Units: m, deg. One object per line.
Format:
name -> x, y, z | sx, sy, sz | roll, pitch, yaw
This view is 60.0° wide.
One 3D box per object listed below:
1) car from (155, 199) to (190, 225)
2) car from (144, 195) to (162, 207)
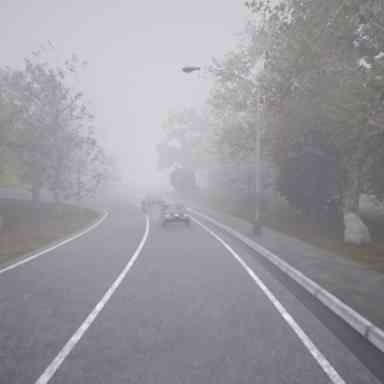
car -> -1.287, 1.470, 23.294 | 2.033, 1.411, 5.357 | -1, 1, -8
car -> -4.557, 0.954, 39.421 | 1.895, 1.301, 4.718 | -1, 3, -15
